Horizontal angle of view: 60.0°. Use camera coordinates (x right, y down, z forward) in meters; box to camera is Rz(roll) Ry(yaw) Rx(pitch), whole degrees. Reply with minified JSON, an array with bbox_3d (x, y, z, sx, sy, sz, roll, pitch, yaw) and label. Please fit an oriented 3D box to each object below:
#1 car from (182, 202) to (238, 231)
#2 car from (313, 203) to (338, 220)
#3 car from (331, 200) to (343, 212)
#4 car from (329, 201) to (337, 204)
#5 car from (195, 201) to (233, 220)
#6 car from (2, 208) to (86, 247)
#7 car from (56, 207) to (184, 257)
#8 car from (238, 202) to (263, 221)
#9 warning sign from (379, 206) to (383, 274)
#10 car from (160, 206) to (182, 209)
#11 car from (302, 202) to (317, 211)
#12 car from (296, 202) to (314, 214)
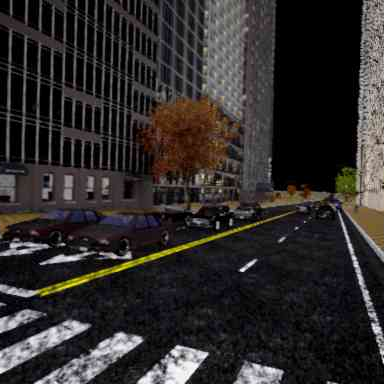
[{"bbox_3d":[1.353,1.668,22.236,1.837,1.490,4.892,2,0,23],"label":"car"},{"bbox_3d":[14.940,2.250,37.112,1.837,1.490,4.892,2,0,24],"label":"car"},{"bbox_3d":[26.318,2.499,60.901,2.150,2.045,5.566,2,0,23],"label":"car"},{"bbox_3d":[19.078,2.422,46.887,1.882,1.535,5.008,2,0,23],"label":"car"},{"bbox_3d":[2.290,1.737,32.654,2.128,1.511,4.902,2,0,23],"label":"car"},{"bbox_3d":[-5.409,1.420,14.696,2.033,1.411,5.357,2,0,23],"label":"car"},{"bbox_3d":[-2.481,1.525,13.281,2.033,1.411,5.357,2,0,23],"label":"car"},{"bbox_3d":[5.332,1.708,31.495,2.097,1.767,4.553,2,0,23],"label":"car"},{"bbox_3d":[6.256,1.408,9.613,1.300,1.860,1.060,3,1,23],"label":"warning sign"},{"bbox_3d":[-1.637,1.656,23.513,1.895,1.301,4.718,2,0,23],"label":"car"},{"bbox_3d":[20.832,2.551,58.996,2.128,1.511,4.902,2,0,23],"label":"car"},{"bbox_3d":[16.375,2.341,48.584,2.128,1.511,4.902,2,0,23],"label":"car"}]
